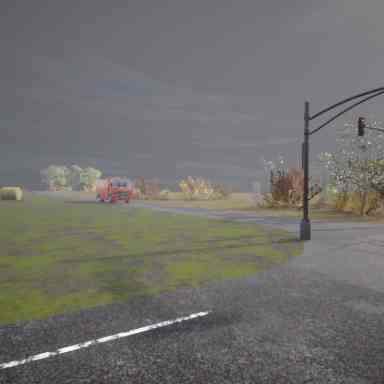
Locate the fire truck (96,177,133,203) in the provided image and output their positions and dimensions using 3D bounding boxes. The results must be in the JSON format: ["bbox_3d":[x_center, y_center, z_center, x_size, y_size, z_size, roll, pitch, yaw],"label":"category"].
[{"bbox_3d":[-11.823,-0.355,49.989,2.891,3.827,8.468,1,0,-32],"label":"fire truck"}]
